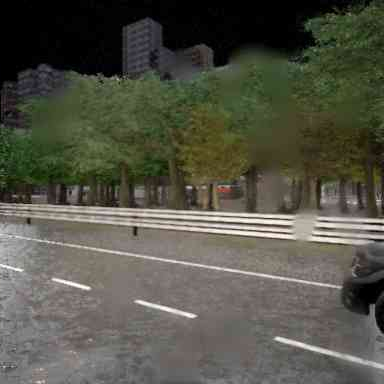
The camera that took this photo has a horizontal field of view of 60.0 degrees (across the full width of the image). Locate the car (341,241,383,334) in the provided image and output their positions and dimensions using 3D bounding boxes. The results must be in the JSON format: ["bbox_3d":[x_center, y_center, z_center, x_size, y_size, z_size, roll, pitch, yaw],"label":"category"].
[{"bbox_3d":[5.106,1.223,4.523,5.566,2.045,2.150,0,0,36],"label":"car"}]
